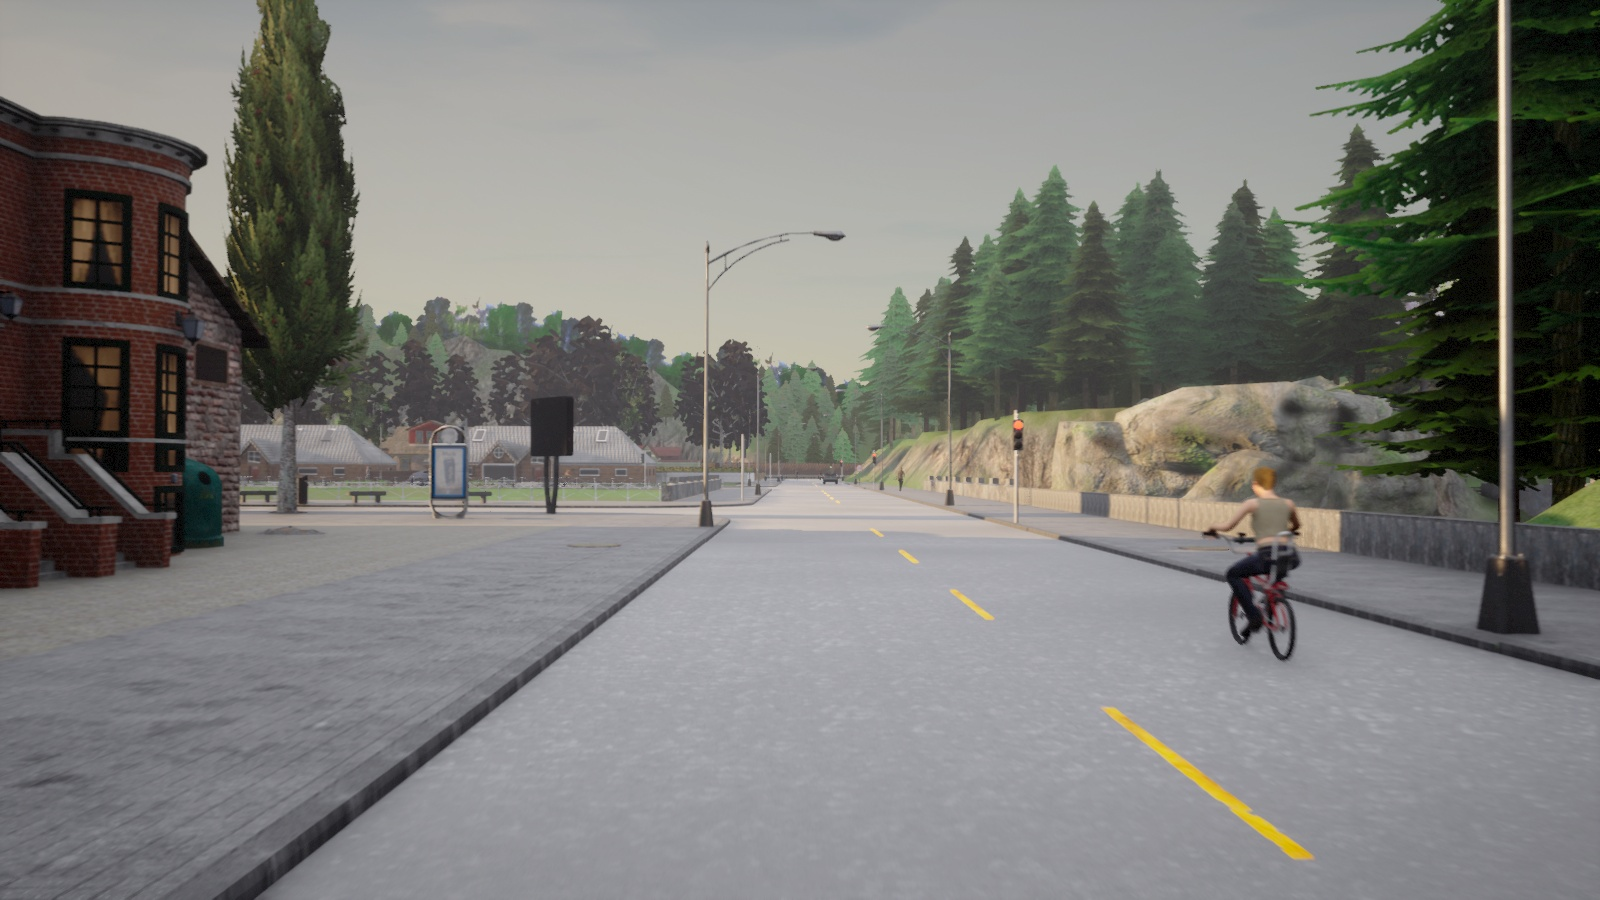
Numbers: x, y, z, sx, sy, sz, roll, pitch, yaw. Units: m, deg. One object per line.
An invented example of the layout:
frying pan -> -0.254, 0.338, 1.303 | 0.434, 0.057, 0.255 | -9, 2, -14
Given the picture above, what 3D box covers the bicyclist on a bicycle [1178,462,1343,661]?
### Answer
bicyclist on a bicycle -> 3.976, 0.919, 10.983 | 0.866, 1.612, 1.509 | 0, -1, 0
